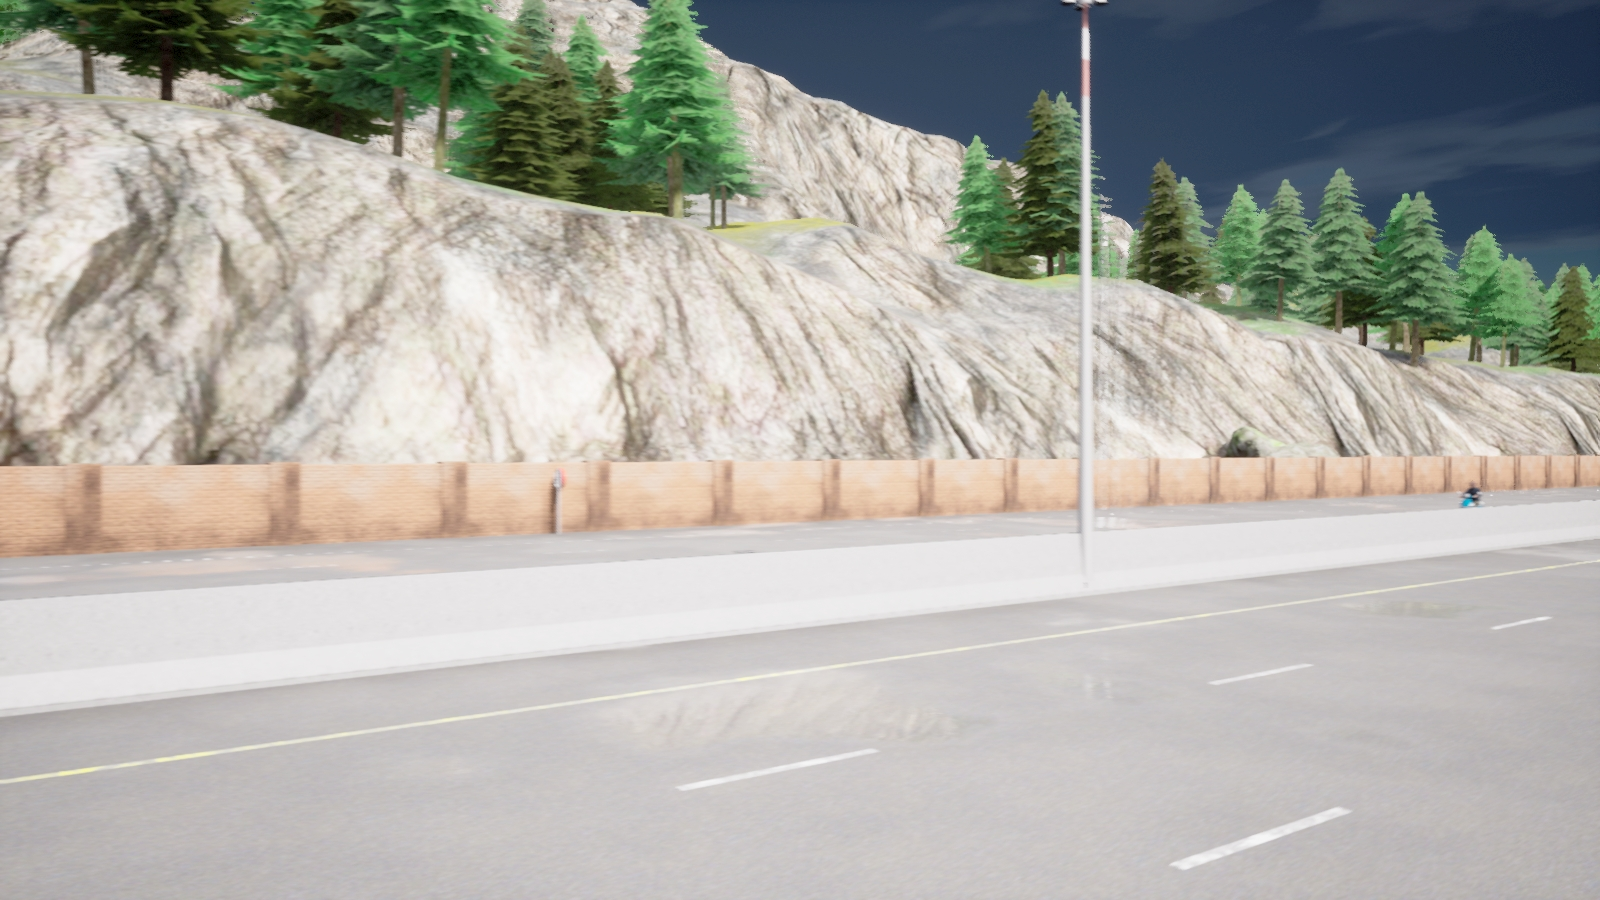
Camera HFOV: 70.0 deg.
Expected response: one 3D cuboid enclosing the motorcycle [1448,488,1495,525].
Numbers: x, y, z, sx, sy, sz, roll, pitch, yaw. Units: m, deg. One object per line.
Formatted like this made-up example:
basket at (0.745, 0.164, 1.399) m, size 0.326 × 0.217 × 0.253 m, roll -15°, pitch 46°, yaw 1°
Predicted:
motorcycle at (25.605, 2.139, 43.559) m, size 1.805 × 1.334 × 0.856 m, roll 0°, pitch 0°, yaw -36°
